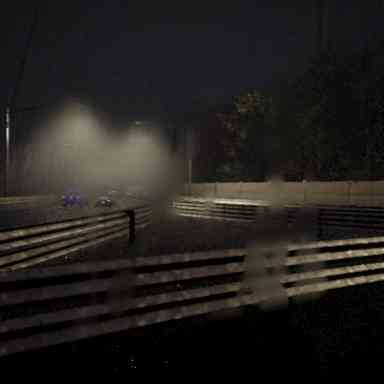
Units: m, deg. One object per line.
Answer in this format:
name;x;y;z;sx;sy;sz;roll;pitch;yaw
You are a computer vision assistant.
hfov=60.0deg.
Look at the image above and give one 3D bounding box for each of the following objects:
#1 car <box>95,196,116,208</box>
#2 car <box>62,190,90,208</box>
car;-10.351;1.151;39.979;1.994;1.385;4.181;1;0;-5
car;-13.762;0.762;39.709;2.150;2.045;5.566;1;0;-6
